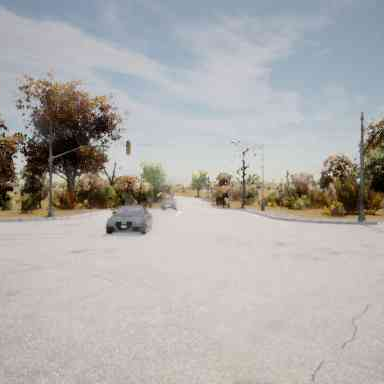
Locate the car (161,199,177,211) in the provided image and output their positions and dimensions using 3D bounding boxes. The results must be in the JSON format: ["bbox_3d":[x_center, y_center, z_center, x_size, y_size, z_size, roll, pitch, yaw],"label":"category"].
[{"bbox_3d":[-3.016,1.719,43.775,2.128,1.511,4.902,0,-2,1],"label":"car"}]

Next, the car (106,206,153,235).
[{"bbox_3d":[-3.263,1.454,17.971,1.994,1.385,4.181,0,0,1],"label":"car"}]
